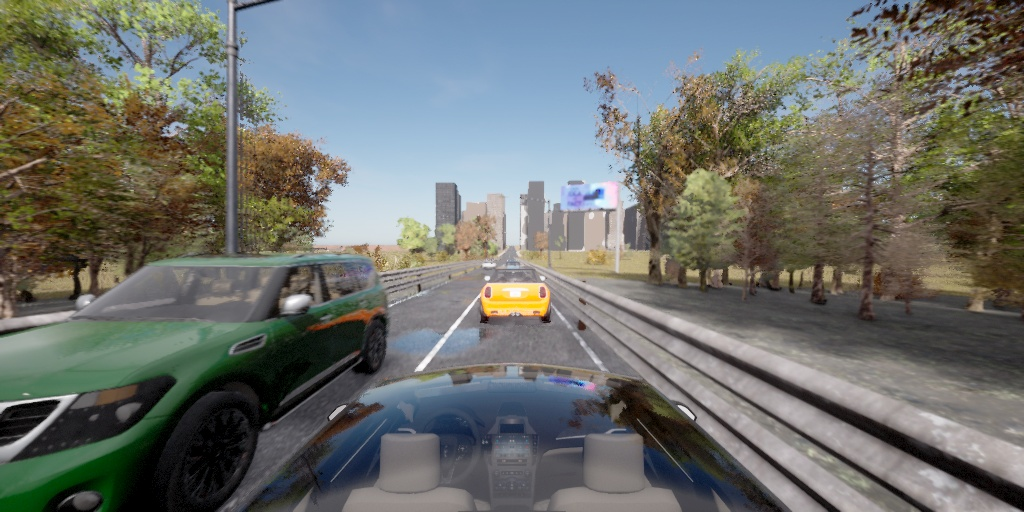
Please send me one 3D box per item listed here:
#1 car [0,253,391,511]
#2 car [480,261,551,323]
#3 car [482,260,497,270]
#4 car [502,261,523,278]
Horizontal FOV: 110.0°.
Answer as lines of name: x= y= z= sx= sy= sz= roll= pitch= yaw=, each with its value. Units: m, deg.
car: x=-3.351 y=0.970 z=4.574 sx=2.150 sy=2.045 sz=5.566 roll=0 pitch=0 yaw=0
car: x=0.097 y=1.096 z=12.310 sx=2.097 sy=1.767 sz=4.553 roll=0 pitch=0 yaw=0
car: x=-3.303 y=1.323 z=52.702 sx=1.895 sy=1.301 sz=4.718 roll=0 pitch=0 yaw=0
car: x=0.071 y=1.237 z=34.134 sx=1.837 sy=1.490 sz=4.892 roll=0 pitch=0 yaw=0
